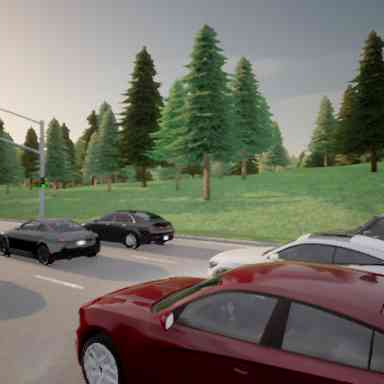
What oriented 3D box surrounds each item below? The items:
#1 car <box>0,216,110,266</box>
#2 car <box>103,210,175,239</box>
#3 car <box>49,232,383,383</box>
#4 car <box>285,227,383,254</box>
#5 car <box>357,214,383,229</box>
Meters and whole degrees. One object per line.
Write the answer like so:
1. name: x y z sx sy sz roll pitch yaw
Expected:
1. car: -5.183 1.613 11.905 4.181 1.385 1.994 0 0 36
2. car: -2.983 1.554 14.634 4.892 1.490 1.837 0 0 36
3. car: 0.865 1.483 3.374 5.008 1.535 1.882 0 0 36
4. car: 2.490 1.533 6.513 4.674 1.442 1.812 0 0 36
5. car: 5.282 1.355 8.820 4.553 1.767 2.097 0 0 36
